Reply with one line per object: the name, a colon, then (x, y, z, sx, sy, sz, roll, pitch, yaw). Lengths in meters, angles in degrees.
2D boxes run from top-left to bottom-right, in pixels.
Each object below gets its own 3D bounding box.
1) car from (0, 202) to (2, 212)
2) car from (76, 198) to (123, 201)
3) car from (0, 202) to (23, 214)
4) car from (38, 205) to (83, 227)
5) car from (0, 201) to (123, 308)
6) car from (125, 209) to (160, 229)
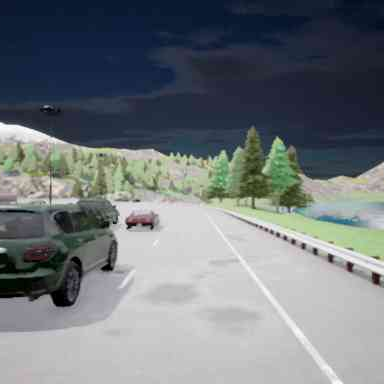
car: (-28.417, 2.103, 45.941, 1.837, 1.490, 4.892, 0, -1, -3)
car: (-6.937, 1.544, 24.476, 2.150, 2.045, 5.566, 0, 0, 1)
car: (-24.861, 2.072, 44.542, 2.128, 1.511, 4.902, 0, -1, -3)
car: (-10.429, 1.875, 26.780, 1.812, 1.442, 4.674, 0, -1, 0)
car: (-3.446, 1.324, 8.329, 2.150, 2.045, 5.566, 0, -2, 1)
car: (-3.440, 1.916, 24.045, 1.895, 1.301, 4.718, 0, -1, 0)
